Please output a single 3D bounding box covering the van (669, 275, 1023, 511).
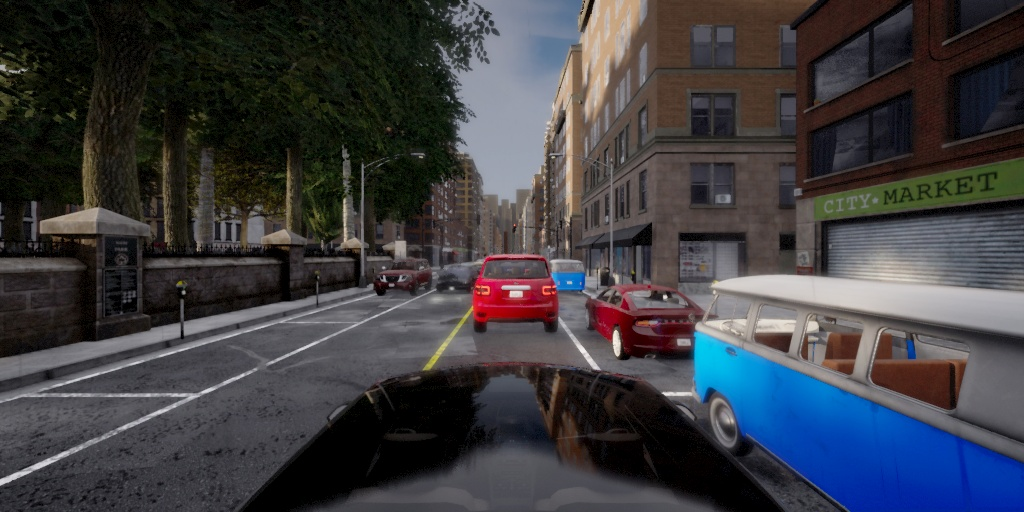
[{"bbox_3d":[2.856,1.091,2.512,1.690,1.789,3.998,0,0,0],"label":"van"}]

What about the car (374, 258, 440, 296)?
[{"bbox_3d":[-5.685,1.059,19.446,2.192,1.841,5.009,0,0,0],"label":"car"}]

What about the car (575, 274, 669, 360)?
[{"bbox_3d":[2.850,1.294,8.173,1.888,1.381,4.507,0,0,0],"label":"car"}]

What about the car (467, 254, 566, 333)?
[{"bbox_3d":[0.088,0.970,10.929,2.150,2.045,5.566,0,0,0],"label":"car"}]

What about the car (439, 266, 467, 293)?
[{"bbox_3d":[-3.093,1.291,21.111,2.033,1.411,5.357,0,0,0],"label":"car"}]

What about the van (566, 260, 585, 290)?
[{"bbox_3d":[2.839,1.085,19.494,1.690,1.789,3.998,0,0,0],"label":"van"}]
